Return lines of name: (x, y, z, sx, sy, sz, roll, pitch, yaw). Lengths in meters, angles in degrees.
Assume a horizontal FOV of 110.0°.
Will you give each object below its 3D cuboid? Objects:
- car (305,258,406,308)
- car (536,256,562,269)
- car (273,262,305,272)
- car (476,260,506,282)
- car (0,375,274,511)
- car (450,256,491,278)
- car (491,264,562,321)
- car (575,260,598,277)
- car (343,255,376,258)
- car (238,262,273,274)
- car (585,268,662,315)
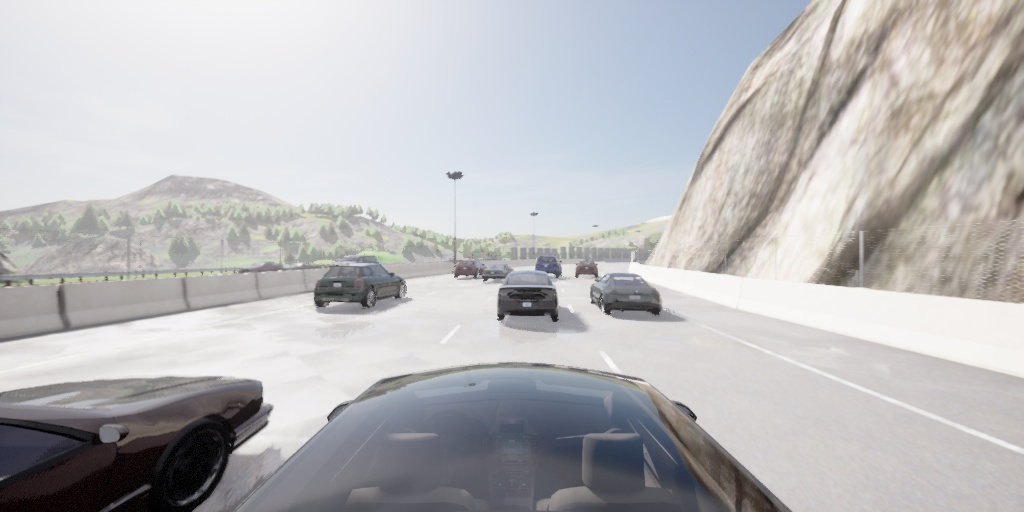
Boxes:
car: (-6.212, 1.090, 15.208, 2.097, 1.767, 4.553, 0, 0, 5)
car: (3.528, 0.990, 34.231, 2.150, 2.045, 5.566, 0, 0, 11)
car: (-21.220, 1.270, 36.115, 1.994, 1.385, 4.181, 0, 0, 11)
car: (-1.028, 1.303, 28.937, 2.033, 1.411, 5.357, 0, 0, 10)
car: (-3.367, 1.289, 1.165, 2.033, 1.411, 5.357, 0, 0, 0)
car: (-3.738, 1.102, 33.386, 2.097, 1.767, 4.553, 0, 0, 11)
car: (0.583, 1.232, 12.665, 1.882, 1.535, 5.008, 0, 0, 4)
car: (7.334, 1.131, 35.213, 2.097, 1.767, 4.553, 0, 0, 12)
car: (-14.633, 0.943, 33.413, 2.150, 2.045, 5.566, 0, 0, 10)
car: (-24.830, 1.260, 35.817, 1.994, 1.385, 4.181, 0, 0, 11)
car: (4.188, 1.328, 13.765, 1.994, 1.385, 4.181, 0, 0, 4)
